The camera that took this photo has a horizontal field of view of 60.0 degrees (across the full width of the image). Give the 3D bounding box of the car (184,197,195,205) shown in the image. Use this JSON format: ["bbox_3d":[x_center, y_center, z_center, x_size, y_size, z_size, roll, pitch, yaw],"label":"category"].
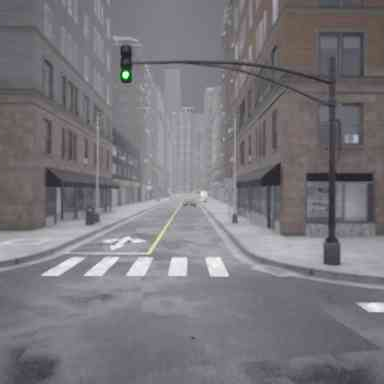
[{"bbox_3d":[-0.459,1.516,58.148,1.895,1.301,4.718,0,0,0],"label":"car"}]

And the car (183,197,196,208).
[{"bbox_3d":[-0.371,1.533,48.144,1.895,1.301,4.718,0,0,0],"label":"car"}]
